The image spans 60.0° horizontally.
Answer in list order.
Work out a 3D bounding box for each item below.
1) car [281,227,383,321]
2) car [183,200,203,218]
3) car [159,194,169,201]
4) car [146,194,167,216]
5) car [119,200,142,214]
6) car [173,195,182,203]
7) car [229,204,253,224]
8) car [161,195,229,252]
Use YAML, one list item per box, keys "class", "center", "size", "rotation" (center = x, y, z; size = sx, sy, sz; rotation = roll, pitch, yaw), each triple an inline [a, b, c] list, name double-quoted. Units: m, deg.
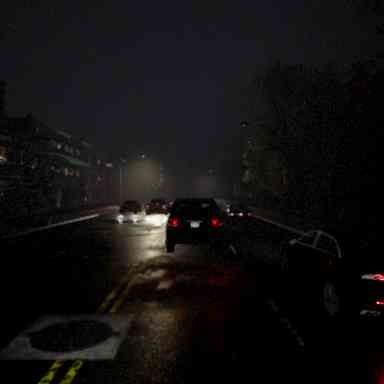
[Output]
- class: "car"
  center: [3.350, 1.505, 7.268]
  size: [2.128, 1.511, 4.902]
  rotation: [0, 0, 0]
- class: "car"
  center: [0.102, 1.563, 31.958]
  size: [1.837, 1.490, 4.892]
  rotation: [0, 0, 0]
- class: "car"
  center: [-6.510, 1.265, 77.810]
  size: [2.097, 1.767, 4.553]
  rotation: [0, 0, 0]
- class: "car"
  center: [-3.344, 1.413, 33.176]
  size: [2.097, 1.767, 4.553]
  rotation: [0, 0, 0]
- class: "car"
  center: [-6.591, 1.591, 35.841]
  size: [1.812, 1.442, 4.674]
  rotation: [0, 0, 0]
- class: "car"
  center: [-3.247, 1.553, 74.340]
  size: [1.882, 1.535, 5.008]
  rotation: [0, 0, 0]
- class: "car"
  center: [3.350, 1.594, 25.338]
  size: [2.033, 1.411, 5.357]
  rotation: [0, 0, 0]
- class: "car"
  center: [0.100, 1.248, 14.237]
  size: [2.150, 2.045, 5.566]
  rotation: [0, 0, 0]
